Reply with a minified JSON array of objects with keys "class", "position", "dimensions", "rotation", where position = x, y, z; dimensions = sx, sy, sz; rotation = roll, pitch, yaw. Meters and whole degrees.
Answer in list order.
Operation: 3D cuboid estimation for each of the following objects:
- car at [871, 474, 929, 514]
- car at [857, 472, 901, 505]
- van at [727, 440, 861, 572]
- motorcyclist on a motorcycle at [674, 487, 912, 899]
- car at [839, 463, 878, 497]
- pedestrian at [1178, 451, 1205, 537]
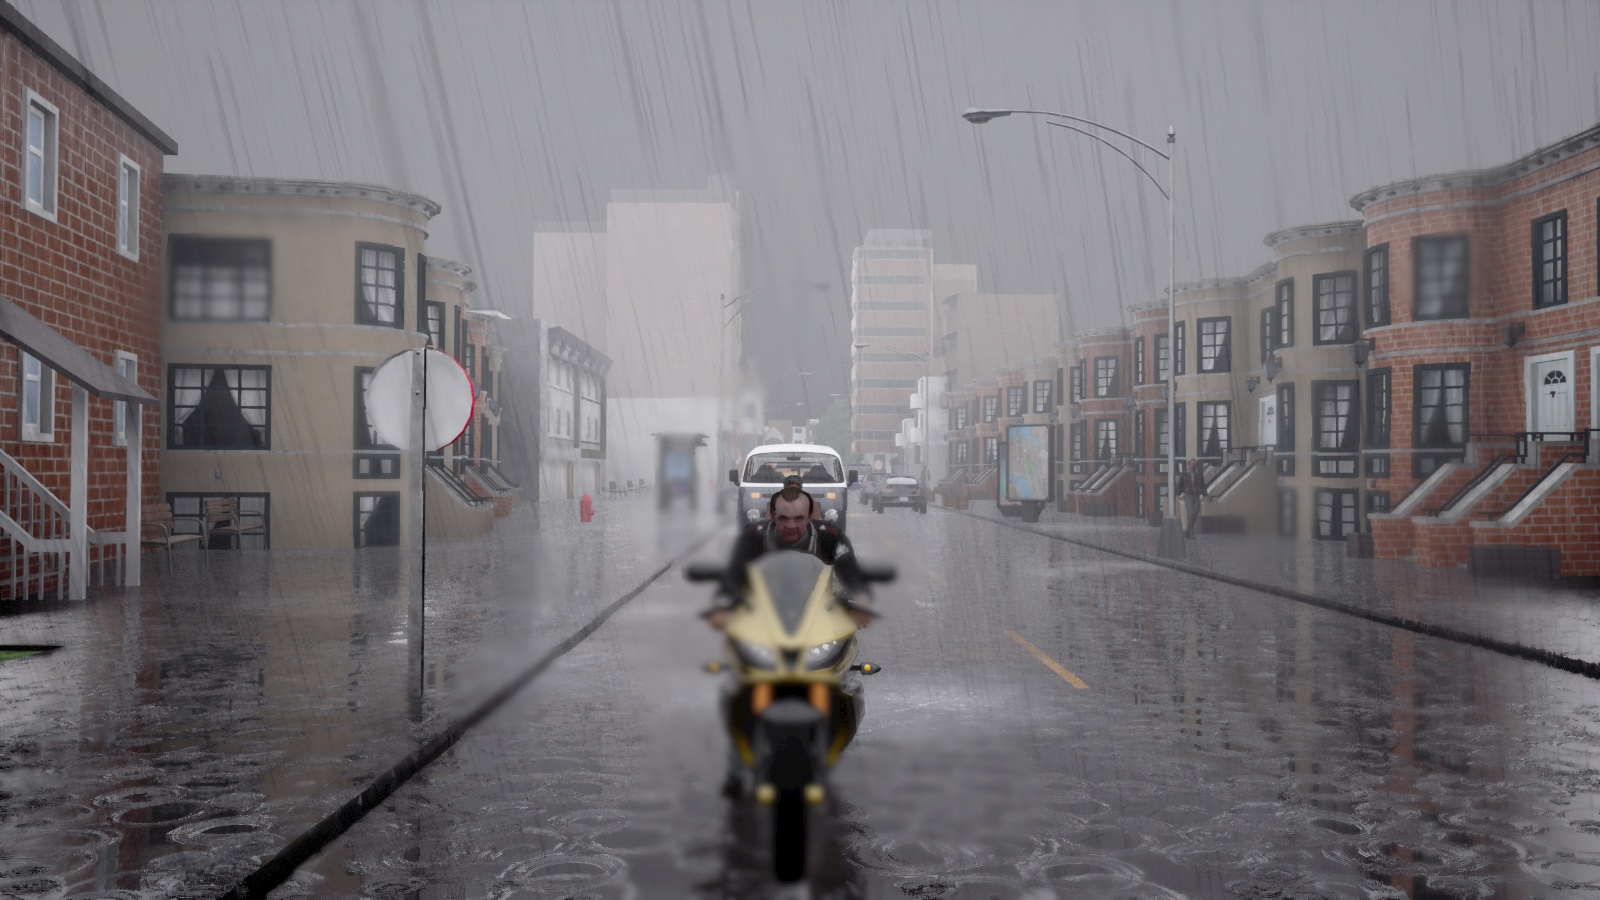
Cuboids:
[{"class":"car","position":[3.777,1.631,48.121],"dimensions":[1.812,1.442,4.674],"rotation":[0,-1,0]},{"class":"car","position":[3.725,1.811,59.548],"dimensions":[1.845,1.501,3.633],"rotation":[0,-1,0]},{"class":"van","position":[-0.106,0.902,21.711],"dimensions":[2.069,2.038,4.480],"rotation":[0,-1,0]},{"class":"motorcyclist on a motorcycle","position":[-0.032,0.945,5.682],"dimensions":[0.866,1.530,2.191],"rotation":[0,-1,0]},{"class":"car","position":[3.622,1.842,78.965],"dimensions":[2.150,2.045,5.566],"rotation":[0,-1,0]},{"class":"pedestrian","position":[8.578,0.951,27.514],"dimensions":[0.376,1.854,0.720],"rotation":[0,-1,4]}]
